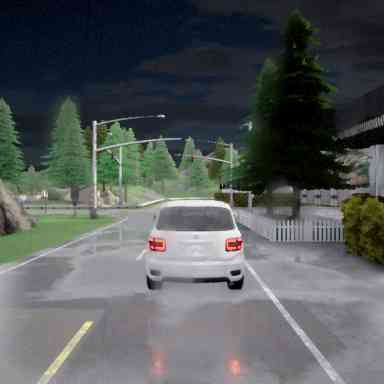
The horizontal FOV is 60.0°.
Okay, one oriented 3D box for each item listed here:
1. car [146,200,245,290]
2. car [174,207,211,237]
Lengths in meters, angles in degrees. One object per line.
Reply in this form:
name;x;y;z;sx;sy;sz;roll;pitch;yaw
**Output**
car;0.063;1.221;9.234;2.150;2.045;5.566;0;0;0
car;0.015;1.601;18.997;1.895;1.301;4.718;0;0;0
